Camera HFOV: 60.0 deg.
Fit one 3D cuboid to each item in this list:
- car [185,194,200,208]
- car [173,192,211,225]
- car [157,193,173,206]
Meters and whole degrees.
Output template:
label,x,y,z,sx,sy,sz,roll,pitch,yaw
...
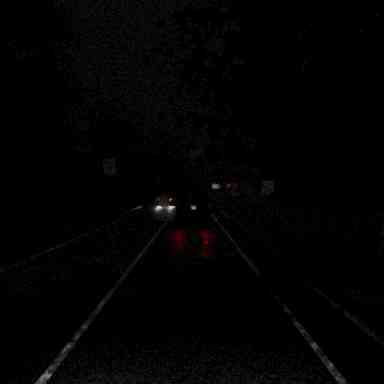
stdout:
label,x,y,z,sx,sy,sz,roll,pitch,yaw
car,0.110,1.063,42.290,1.801,1.575,5.366,0,1,0
car,0.103,1.015,22.372,2.150,2.045,5.566,0,0,0
car,-3.543,0.939,45.002,2.097,1.767,4.553,0,1,1
